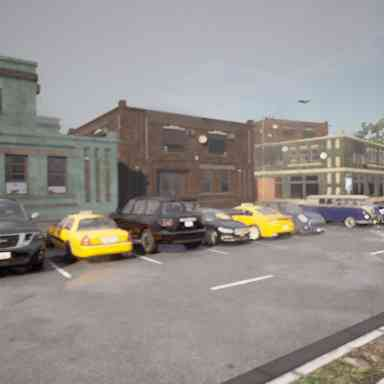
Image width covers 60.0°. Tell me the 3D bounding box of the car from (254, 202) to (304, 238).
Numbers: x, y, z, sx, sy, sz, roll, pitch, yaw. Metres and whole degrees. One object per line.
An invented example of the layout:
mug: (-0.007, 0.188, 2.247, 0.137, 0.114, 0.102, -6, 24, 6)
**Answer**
car: (2.782, 1.453, 16.933, 2.097, 1.535, 5.008, 0, 0, -35)

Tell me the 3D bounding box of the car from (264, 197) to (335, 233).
car: (5.126, 1.322, 18.647, 2.185, 1.767, 4.553, 0, 0, -35)

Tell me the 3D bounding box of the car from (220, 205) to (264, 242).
car: (0.613, 1.459, 15.402, 2.231, 1.521, 4.892, 0, 0, -35)

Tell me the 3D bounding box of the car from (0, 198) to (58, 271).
car: (-6.261, 1.224, 10.464, 2.435, 2.045, 5.566, 0, 0, -35)

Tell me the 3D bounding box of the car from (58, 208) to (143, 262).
car: (-4.019, 1.466, 12.324, 1.946, 1.575, 5.366, 0, 0, -35)

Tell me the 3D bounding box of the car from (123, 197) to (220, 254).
car: (-1.664, 1.212, 13.809, 2.435, 2.045, 5.566, 0, 0, -35)

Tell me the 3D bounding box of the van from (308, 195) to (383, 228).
van: (9.639, 1.206, 21.679, 1.878, 1.987, 4.442, 0, 0, -35)
